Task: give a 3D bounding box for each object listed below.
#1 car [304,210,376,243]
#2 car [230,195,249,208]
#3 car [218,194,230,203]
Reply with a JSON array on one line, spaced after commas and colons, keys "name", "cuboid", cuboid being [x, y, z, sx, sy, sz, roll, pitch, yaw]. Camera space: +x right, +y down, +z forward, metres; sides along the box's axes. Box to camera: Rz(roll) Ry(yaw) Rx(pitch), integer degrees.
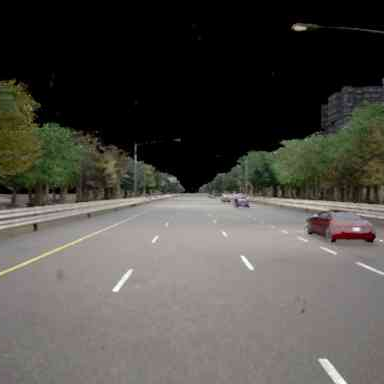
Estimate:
[{"name": "car", "cuboid": [6.997, 1.568, 16.149, 1.994, 1.385, 4.181, 0, 0, 0]}, {"name": "car", "cuboid": [7.021, 1.559, 48.025, 1.812, 1.442, 4.674, 0, 0, 0]}, {"name": "car", "cuboid": [7.095, 1.647, 70.103, 1.895, 1.301, 4.718, 0, 0, 0]}]
